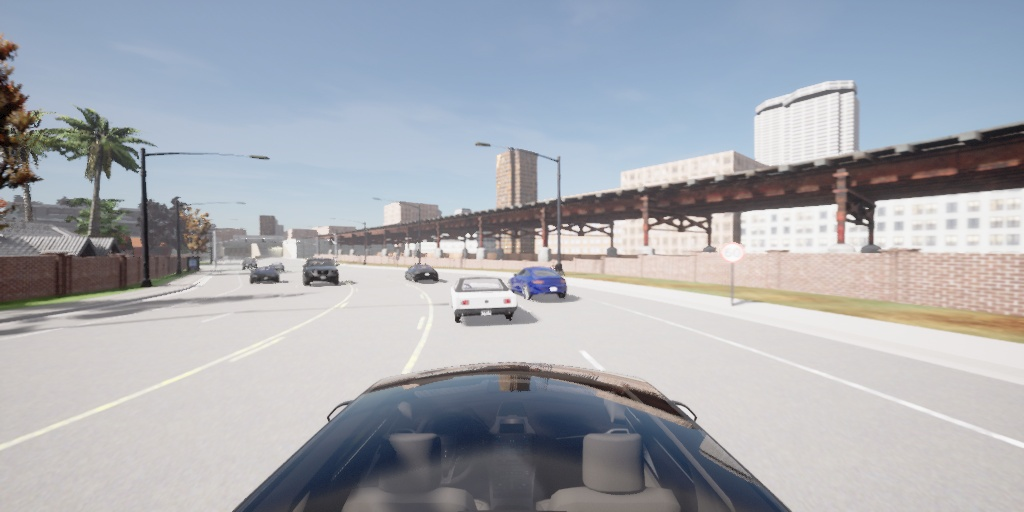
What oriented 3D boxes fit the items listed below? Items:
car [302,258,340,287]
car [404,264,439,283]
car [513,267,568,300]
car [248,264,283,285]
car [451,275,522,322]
[{"bbox_3d":[-14.498,1.161,27.143,2.150,2.045,5.566,-1,0,-32],"label":"car"},{"bbox_3d":[-7.399,1.375,29.077,1.994,1.385,4.181,-1,0,-28],"label":"car"},{"bbox_3d":[1.159,1.244,17.415,1.812,1.442,4.674,-1,0,-15],"label":"car"},{"bbox_3d":[-20.842,1.626,30.265,1.994,1.385,4.181,-1,0,-36],"label":"car"},{"bbox_3d":[-1.168,1.354,12.492,1.895,1.301,4.718,-1,0,-11],"label":"car"}]
